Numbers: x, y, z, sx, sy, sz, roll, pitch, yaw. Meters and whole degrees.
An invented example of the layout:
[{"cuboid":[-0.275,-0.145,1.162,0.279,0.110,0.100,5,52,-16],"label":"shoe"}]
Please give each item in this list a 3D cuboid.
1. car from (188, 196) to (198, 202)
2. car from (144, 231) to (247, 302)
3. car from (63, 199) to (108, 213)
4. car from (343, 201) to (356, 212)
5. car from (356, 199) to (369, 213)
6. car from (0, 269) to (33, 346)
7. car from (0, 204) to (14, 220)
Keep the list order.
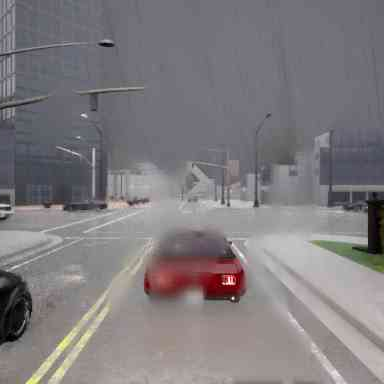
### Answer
[{"cuboid":[0.296,1.540,75.342,2.033,1.411,5.357,0,0,8],"label":"car"},{"cuboid":[0.068,1.601,8.189,1.895,1.301,4.718,0,0,0],"label":"car"},{"cuboid":[-11.897,1.553,37.325,4.902,1.511,2.128,-1,0,0],"label":"car"},{"cuboid":[19.361,1.520,37.594,4.181,1.385,1.994,0,0,-1],"label":"car"},{"cuboid":[19.867,1.480,34.099,4.674,1.442,1.812,0,0,-1],"label":"car"},{"cuboid":[-3.576,1.564,3.702,1.994,1.385,4.181,0,0,0],"label":"car"},{"cuboid":[-17.346,1.339,26.585,5.566,2.045,2.150,-1,0,0],"label":"car"}]
